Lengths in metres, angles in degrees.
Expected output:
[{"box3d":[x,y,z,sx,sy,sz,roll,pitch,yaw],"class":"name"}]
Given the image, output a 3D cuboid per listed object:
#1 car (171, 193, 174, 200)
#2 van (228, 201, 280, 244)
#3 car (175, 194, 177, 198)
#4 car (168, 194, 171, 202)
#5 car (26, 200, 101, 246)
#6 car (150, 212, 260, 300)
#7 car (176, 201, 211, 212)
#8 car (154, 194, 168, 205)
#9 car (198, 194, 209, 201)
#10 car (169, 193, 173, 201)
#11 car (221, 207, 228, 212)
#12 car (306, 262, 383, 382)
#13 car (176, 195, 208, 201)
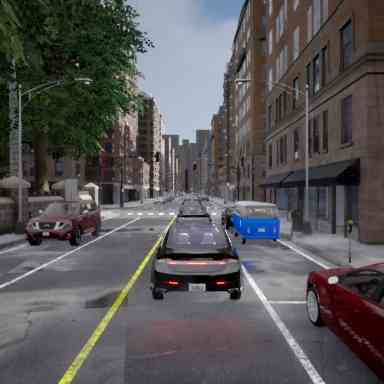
[{"box3d":[-5.697,1.491,75.468,1.887,1.381,4.507,0,0,0],"class":"car"},{"box3d":[2.849,1.336,15.469,1.690,1.788,3.998,0,0,0],"class":"van"},{"box3d":[-5.701,1.496,86.369,2.008,1.369,4.403,0,0,0],"class":"car"},{"box3d":[-5.693,1.502,64.566,2.008,1.369,4.403,0,0,0],"class":"car"},{"box3d":[-5.676,1.310,15.426,2.192,1.841,5.009,0,0,0],"class":"car"},{"box3d":[0.097,1.490,8.370,2.128,1.511,4.902,0,0,0],"class":"car"},{"box3d":[0.092,1.485,18.309,2.128,1.511,4.902,0,0,0],"class":"car"},{"box3d":[-5.691,1.480,58.945,1.752,1.417,4.829,0,0,0],"class":"car"},{"box3d":[2.827,1.386,75.506,1.967,1.590,4.097,0,0,0],"class":"car"},{"box3d":[-5.695,1.493,70.017,1.887,1.381,4.507,0,0,0],"class":"car"},{"box3d":[2.848,1.557,21.130,1.947,1.339,4.313,0,0,0],"class":"car"},{"box3d":[2.853,1.544,4.149,1.887,1.381,4.507,0,0,0],"class":"car"},{"box3d":[-0.011,1.338,27.486,2.097,1.767,4.553,0,0,0],"class":"car"}]
